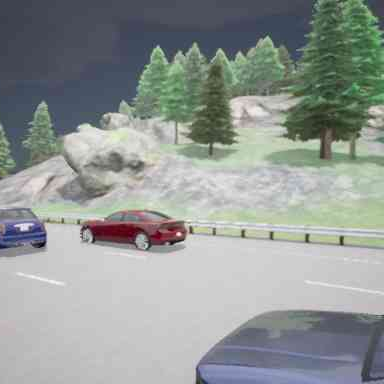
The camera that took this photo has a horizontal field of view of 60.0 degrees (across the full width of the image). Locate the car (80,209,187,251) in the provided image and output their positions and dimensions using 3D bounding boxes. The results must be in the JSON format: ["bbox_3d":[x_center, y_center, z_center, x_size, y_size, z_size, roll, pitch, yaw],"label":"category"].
[{"bbox_3d":[-2.573,1.457,13.976,5.008,1.535,1.882,0,0,33],"label":"car"}]

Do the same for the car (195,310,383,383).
[{"bbox_3d":[2.556,1.540,2.118,5.357,1.411,2.033,0,0,36],"label":"car"}]

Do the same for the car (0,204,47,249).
[{"bbox_3d":[-7.865,1.339,13.140,4.553,1.767,2.097,0,0,32],"label":"car"}]
